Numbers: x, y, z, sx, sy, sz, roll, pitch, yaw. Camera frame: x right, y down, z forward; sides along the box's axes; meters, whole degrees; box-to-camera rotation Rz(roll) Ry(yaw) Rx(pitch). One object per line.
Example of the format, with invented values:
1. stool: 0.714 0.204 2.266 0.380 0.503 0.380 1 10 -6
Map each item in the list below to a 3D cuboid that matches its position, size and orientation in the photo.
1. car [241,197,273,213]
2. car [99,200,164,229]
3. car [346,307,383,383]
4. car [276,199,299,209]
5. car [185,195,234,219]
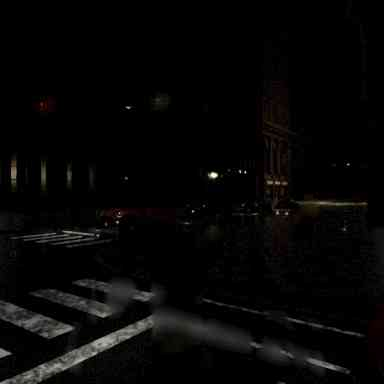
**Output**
1. car: 7.395 1.399 37.700 2.097 1.767 4.553 0 0 35
2. car: -3.904 1.376 21.953 2.097 1.767 4.553 0 0 35
3. car: 3.564 1.221 1.149 5.566 2.045 2.150 0 0 36
4. car: 13.124 1.624 45.638 1.994 1.385 4.181 0 0 36
5. car: 1.697 1.257 29.781 2.150 2.045 5.566 0 0 36
